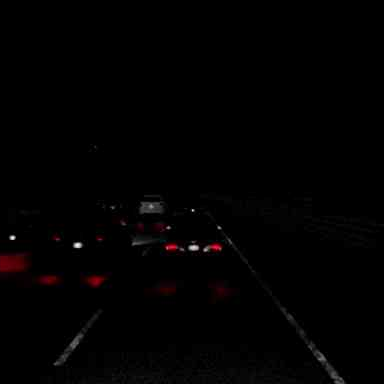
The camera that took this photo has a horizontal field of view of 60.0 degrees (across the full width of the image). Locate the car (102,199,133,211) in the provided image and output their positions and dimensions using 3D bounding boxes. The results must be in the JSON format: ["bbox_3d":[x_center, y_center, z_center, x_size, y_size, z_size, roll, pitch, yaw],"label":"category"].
[{"bbox_3d":[-6.915,1.412,31.205,2.097,1.767,4.553,0,0,0],"label":"car"}]

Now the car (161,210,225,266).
[{"bbox_3d":[0.066,1.566,11.529,2.033,1.411,5.357,0,0,0],"label":"car"}]

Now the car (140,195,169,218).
[{"bbox_3d":[-3.416,1.278,30.529,2.150,2.045,5.566,0,0,0],"label":"car"}]

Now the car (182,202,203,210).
[{"bbox_3d":[0.089,1.626,32.086,1.994,1.385,4.181,0,0,0],"label":"car"}]

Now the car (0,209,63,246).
[{"bbox_3d":[-6.917,1.529,15.295,1.837,1.490,4.892,0,0,0],"label":"car"}]

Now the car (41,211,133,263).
[{"bbox_3d":[-3.434,1.583,12.041,1.994,1.385,4.181,0,0,0],"label":"car"}]
